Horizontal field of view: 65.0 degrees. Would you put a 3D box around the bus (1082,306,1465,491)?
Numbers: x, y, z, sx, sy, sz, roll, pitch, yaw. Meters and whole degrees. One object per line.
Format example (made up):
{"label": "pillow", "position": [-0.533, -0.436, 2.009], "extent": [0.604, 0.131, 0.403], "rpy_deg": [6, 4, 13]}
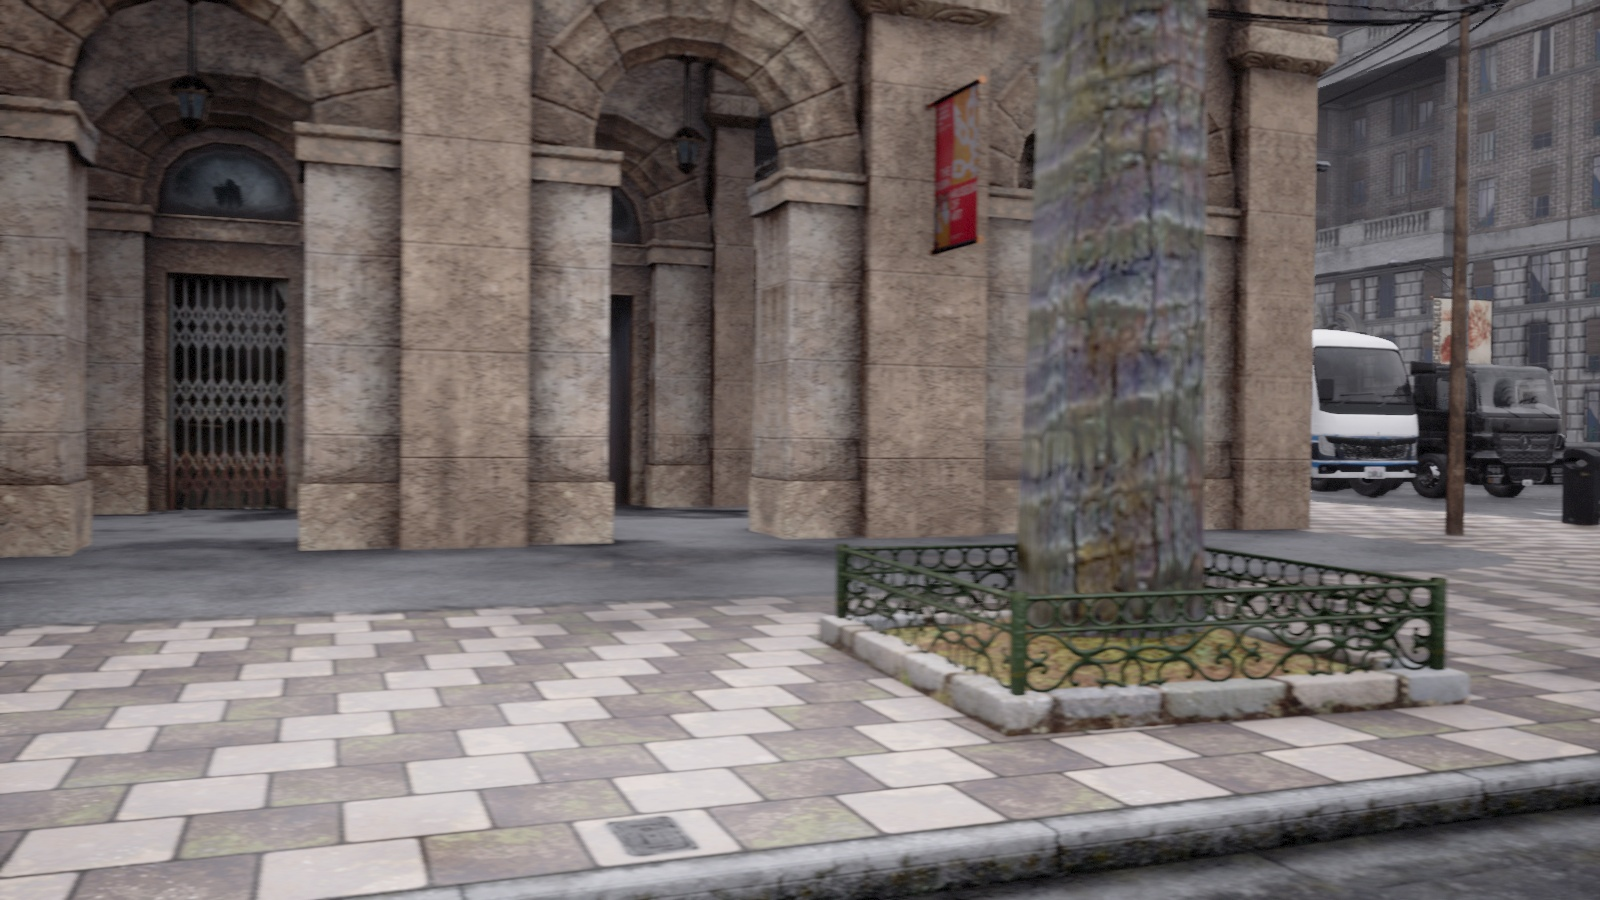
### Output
{"label": "bus", "position": [12.334, -1.271, 34.359], "extent": [3.944, 4.253, 10.273], "rpy_deg": [-1, 1, -21]}

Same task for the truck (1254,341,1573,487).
{"label": "truck", "position": [16.228, -0.913, 34.019], "extent": [2.891, 3.462, 7.936], "rpy_deg": [-1, 1, -21]}
